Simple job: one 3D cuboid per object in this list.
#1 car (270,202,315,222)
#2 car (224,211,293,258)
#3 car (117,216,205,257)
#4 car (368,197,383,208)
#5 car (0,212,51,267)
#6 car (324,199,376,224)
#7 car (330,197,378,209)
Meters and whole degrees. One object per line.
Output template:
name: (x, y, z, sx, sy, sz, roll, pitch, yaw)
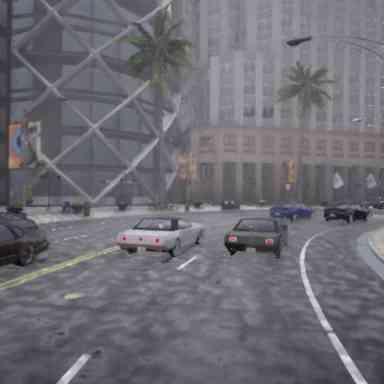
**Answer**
car: (8.457, 1.575, 27.708, 5.008, 1.535, 1.882, 1, 0, -44)
car: (2.715, 1.636, 13.066, 1.895, 1.301, 4.718, 0, 0, 20)
car: (-0.956, 1.605, 13.097, 1.895, 1.301, 4.718, 0, 0, 18)
car: (21.488, 1.373, 38.990, 4.892, 1.490, 1.837, 1, 0, -14)
car: (-6.027, 1.504, 8.748, 2.033, 1.411, 5.357, 0, 0, 12)
car: (12.455, 1.608, 26.570, 5.008, 1.535, 1.882, 1, 0, -40)
car: (20.623, 1.408, 42.382, 5.357, 1.411, 2.033, 1, 0, -14)
